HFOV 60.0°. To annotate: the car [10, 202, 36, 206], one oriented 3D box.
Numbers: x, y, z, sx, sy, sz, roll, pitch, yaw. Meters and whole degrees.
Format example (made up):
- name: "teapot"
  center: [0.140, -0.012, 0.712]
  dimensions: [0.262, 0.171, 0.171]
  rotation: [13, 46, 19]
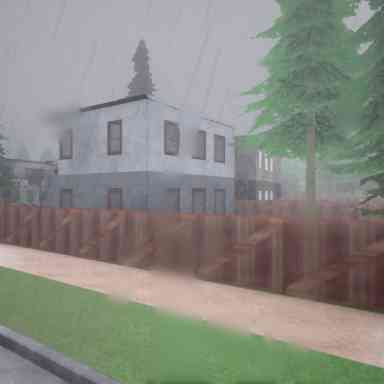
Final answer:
- name: "car"
  center: [-15.351, 1.582, 29.329]
  dimensions: [1.895, 1.301, 4.718]
  rotation: [0, 0, 28]
